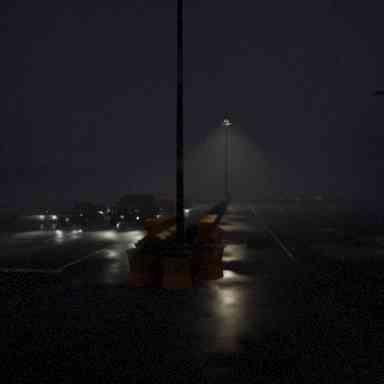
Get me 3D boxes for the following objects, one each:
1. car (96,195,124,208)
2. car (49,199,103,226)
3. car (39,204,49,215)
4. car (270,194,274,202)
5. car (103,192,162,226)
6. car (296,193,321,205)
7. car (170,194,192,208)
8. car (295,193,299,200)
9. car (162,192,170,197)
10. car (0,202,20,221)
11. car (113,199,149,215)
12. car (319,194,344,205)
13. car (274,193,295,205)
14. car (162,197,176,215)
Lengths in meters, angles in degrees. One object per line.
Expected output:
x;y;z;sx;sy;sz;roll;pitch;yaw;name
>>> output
-11.354;1.276;46.464;2.128;1.511;4.902;0;1;8;car
-7.474;1.448;23.213;2.128;1.511;4.902;0;0;8;car
-13.133;1.461;33.618;2.033;1.411;5.357;0;0;8;car
15.409;1.048;60.654;2.033;1.411;5.357;0;1;8;car
-3.938;1.175;23.266;2.150;2.045;5.566;0;0;8;car
17.521;1.270;50.299;1.895;1.301;4.718;0;1;8;car
-1.157;1.278;43.561;1.882;1.535;5.008;0;1;8;car
18.877;1.004;60.177;1.837;1.490;4.892;0;1;8;car
-4.277;0.991;46.492;2.150;2.045;5.566;0;1;9;car
-14.427;1.485;24.033;1.812;1.442;4.674;0;0;8;car
-6.052;1.451;33.720;2.033;1.411;5.357;0;0;8;car
20.979;1.021;49.755;2.097;1.767;4.553;0;1;8;car
14.049;1.196;50.745;1.812;1.442;4.674;0;1;8;car
-2.588;1.468;33.139;1.994;1.385;4.181;0;0;8;car
